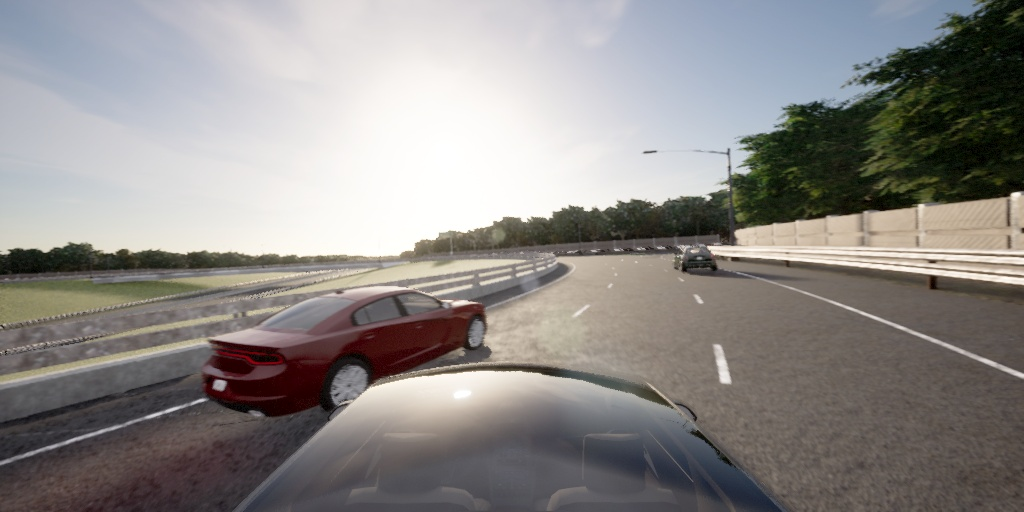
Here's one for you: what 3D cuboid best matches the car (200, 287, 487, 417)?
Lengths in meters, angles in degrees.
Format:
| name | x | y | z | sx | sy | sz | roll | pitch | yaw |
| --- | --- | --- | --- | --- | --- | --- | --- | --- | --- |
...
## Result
| name | x | y | z | sx | sy | sz | roll | pitch | yaw |
| --- | --- | --- | --- | --- | --- | --- | --- | --- | --- |
| car | -2.319 | 1.281 | 6.433 | 1.882 | 1.535 | 5.008 | -2 | 1 | 28 |

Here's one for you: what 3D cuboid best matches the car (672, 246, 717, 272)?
| name | x | y | z | sx | sy | sz | roll | pitch | yaw |
| --- | --- | --- | --- | --- | --- | --- | --- | --- | --- |
| car | 12.566 | 0.108 | 25.015 | 2.097 | 1.767 | 4.553 | -3 | 1 | 15 |
